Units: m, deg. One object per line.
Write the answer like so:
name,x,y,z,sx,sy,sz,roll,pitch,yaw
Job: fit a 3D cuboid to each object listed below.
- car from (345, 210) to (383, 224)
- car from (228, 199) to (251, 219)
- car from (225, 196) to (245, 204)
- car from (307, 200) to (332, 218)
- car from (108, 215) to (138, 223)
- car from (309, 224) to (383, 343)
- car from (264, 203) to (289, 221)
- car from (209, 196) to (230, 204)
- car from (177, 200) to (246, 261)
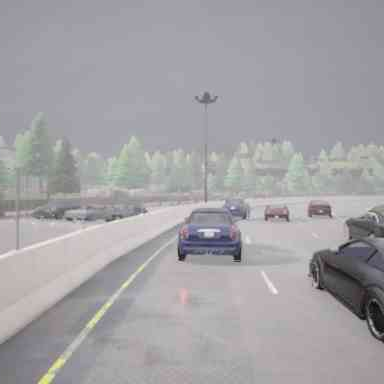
car,7.916,1.492,13.856,2.128,1.511,4.902,0,0,7
car,3.886,1.354,28.939,2.097,1.767,4.553,0,0,15
car,8.187,1.530,63.078,1.812,1.442,4.674,0,0,34
car,11.640,1.479,30.487,1.882,1.535,5.008,0,0,18
car,-4.663,1.566,24.295,1.994,1.385,4.181,0,0,12
car,3.768,1.564,6.394,1.994,1.385,4.181,0,0,2
car,7.074,1.602,27.588,1.895,1.301,4.718,0,0,15
car,5.486,1.505,65.298,2.128,1.511,4.902,0,0,33
car,0.734,1.353,12.532,2.097,1.767,4.553,0,0,5
